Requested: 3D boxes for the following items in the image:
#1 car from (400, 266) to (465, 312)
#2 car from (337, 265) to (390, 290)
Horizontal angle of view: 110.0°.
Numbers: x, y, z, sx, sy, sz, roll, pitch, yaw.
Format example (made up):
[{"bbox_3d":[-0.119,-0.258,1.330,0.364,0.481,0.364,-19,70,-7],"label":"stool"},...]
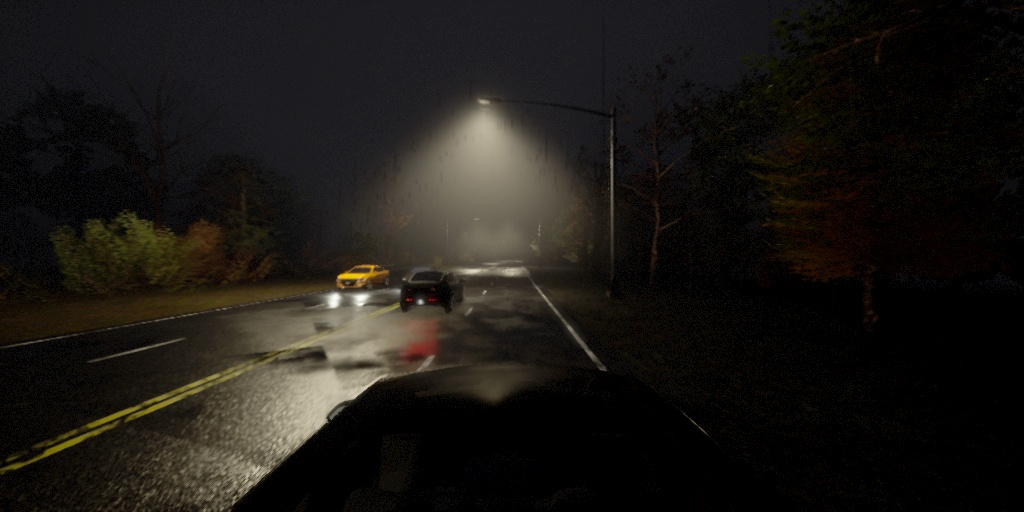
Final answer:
[{"bbox_3d":[-3.115,1.338,14.688,1.837,1.490,4.892,0,0,0],"label":"car"},{"bbox_3d":[-9.717,1.367,23.793,1.882,1.535,5.008,0,-1,1],"label":"car"}]
